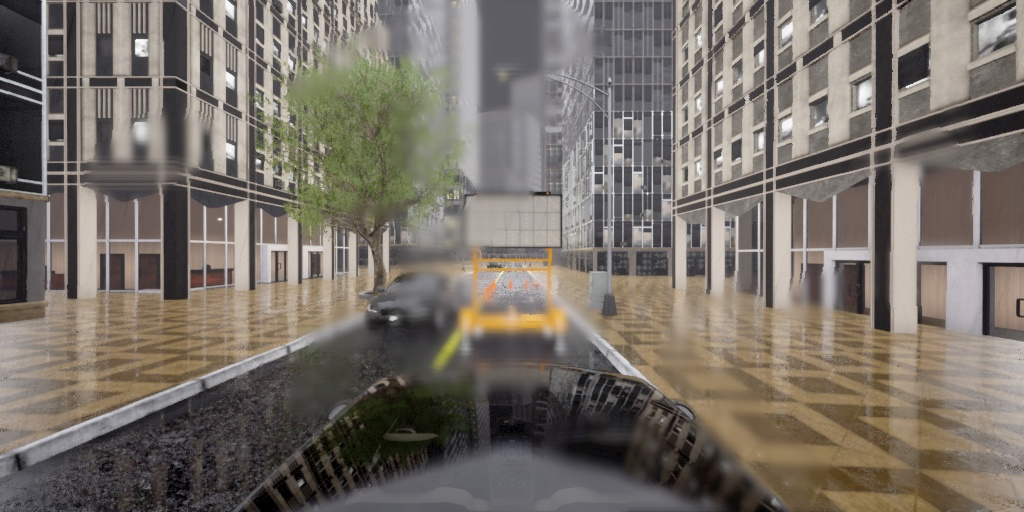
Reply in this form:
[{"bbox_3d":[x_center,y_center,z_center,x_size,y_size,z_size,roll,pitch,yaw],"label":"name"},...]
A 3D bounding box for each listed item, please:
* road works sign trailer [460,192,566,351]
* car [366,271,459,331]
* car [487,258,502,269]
[{"bbox_3d":[0.032,0.214,8.949,2.380,3.560,2.880,0,0,0],"label":"road works sign trailer"},{"bbox_3d":[-2.811,1.254,11.035,1.837,1.490,4.892,0,0,0],"label":"car"},{"bbox_3d":[-2.639,1.152,53.793,2.097,1.767,4.553,0,0,0],"label":"car"}]
